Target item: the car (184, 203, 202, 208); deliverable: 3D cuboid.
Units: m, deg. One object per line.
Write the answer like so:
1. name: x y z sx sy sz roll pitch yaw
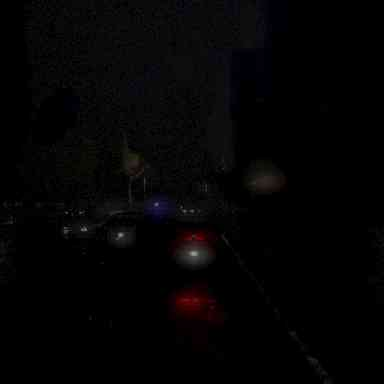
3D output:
1. car: 0.097 1.689 29.013 2.033 1.411 5.357 0 0 0

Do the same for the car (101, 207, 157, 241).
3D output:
1. car: -3.152 1.681 17.189 1.895 1.301 4.718 0 0 0

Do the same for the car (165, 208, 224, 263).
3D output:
1. car: 0.088 1.561 12.091 1.837 1.490 4.892 0 0 0

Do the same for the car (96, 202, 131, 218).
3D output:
1. car: -6.595 1.637 29.628 2.128 1.511 4.902 0 0 0

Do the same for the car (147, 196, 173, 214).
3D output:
1. car: -3.149 1.387 33.222 2.150 2.045 5.566 0 0 0

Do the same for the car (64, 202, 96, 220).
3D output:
1. car: -9.846 1.652 29.854 1.837 1.490 4.892 0 0 0
